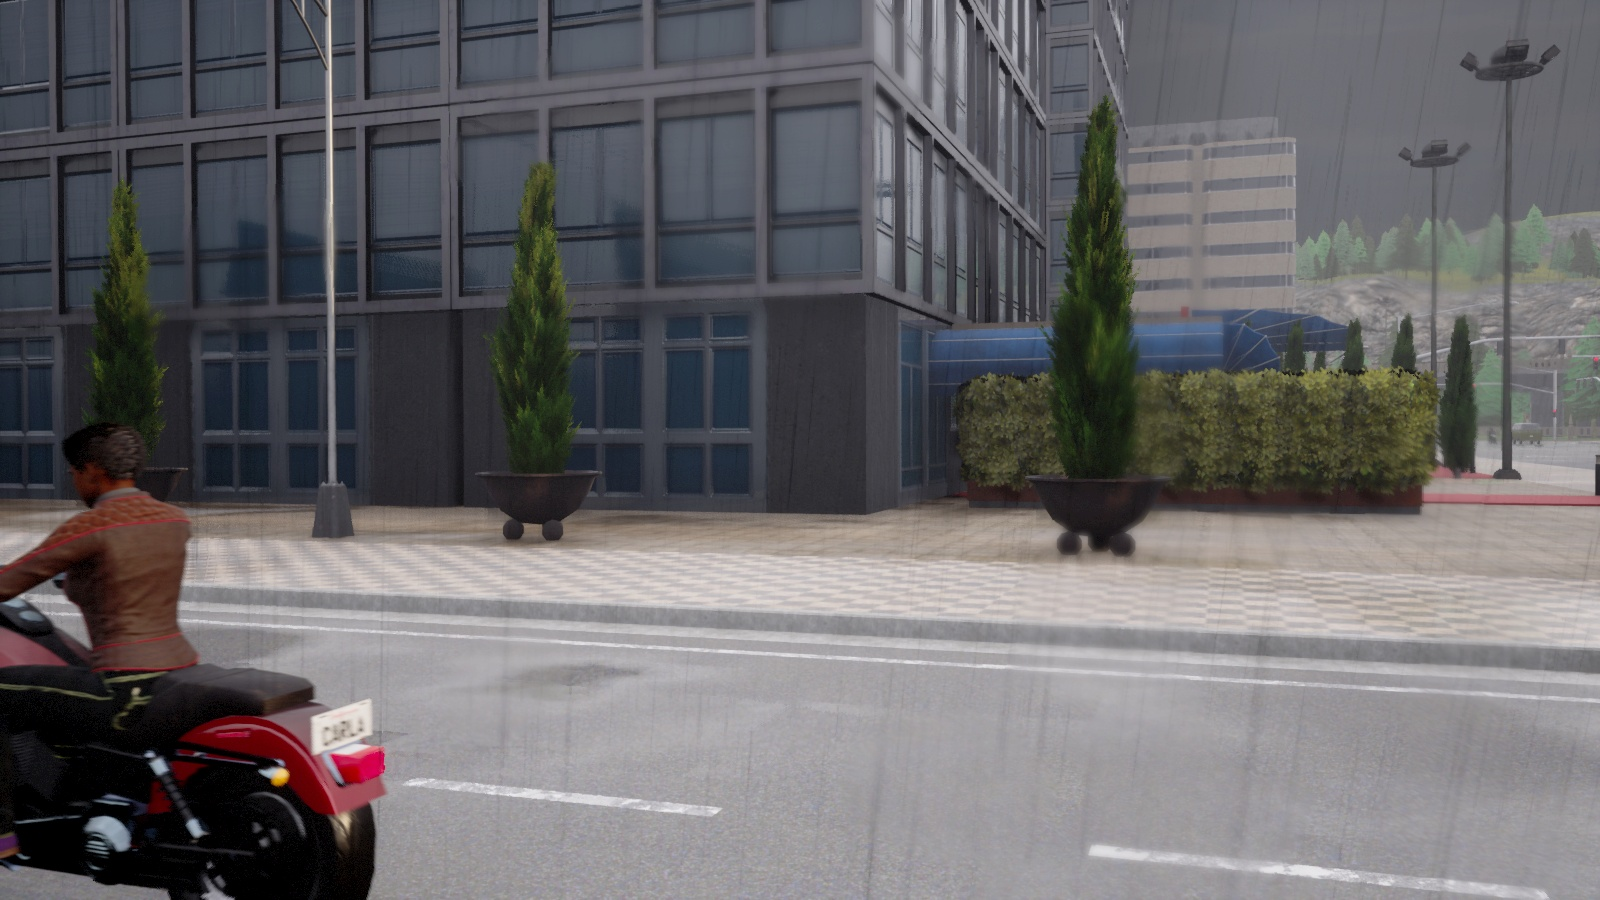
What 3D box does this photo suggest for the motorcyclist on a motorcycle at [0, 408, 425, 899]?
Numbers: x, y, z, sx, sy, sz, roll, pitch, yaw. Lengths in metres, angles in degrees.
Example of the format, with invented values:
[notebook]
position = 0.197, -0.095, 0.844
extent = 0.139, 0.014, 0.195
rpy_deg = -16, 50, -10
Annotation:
[motorcyclist on a motorcycle]
position = -2.432, 0.704, 4.009
extent = 2.350, 1.649, 0.766
rpy_deg = 0, 1, 19
